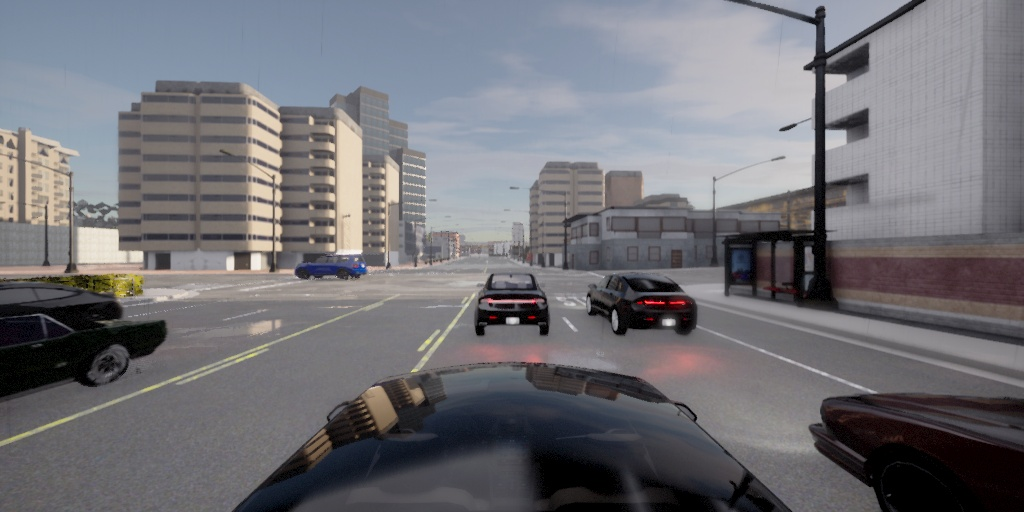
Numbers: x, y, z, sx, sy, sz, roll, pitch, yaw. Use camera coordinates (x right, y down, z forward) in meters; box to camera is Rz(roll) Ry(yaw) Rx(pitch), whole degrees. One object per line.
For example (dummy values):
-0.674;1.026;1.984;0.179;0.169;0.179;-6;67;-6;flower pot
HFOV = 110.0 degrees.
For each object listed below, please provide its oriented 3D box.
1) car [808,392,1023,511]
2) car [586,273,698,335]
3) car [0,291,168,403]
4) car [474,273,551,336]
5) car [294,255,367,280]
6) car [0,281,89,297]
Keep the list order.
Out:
3.586;1.300;0.707;2.033;1.411;5.357;0;0;0;car
3.478;1.233;10.452;1.837;1.490;4.892;0;0;-1;car
-7.114;1.345;4.178;1.895;1.301;4.718;0;0;0;car
-0.020;1.220;10.379;2.128;1.511;4.902;0;0;-1;car
-14.945;0.926;29.711;5.566;2.045;2.150;0;0;4;car
-10.631;1.263;7.064;1.812;1.442;4.674;0;0;-1;car
